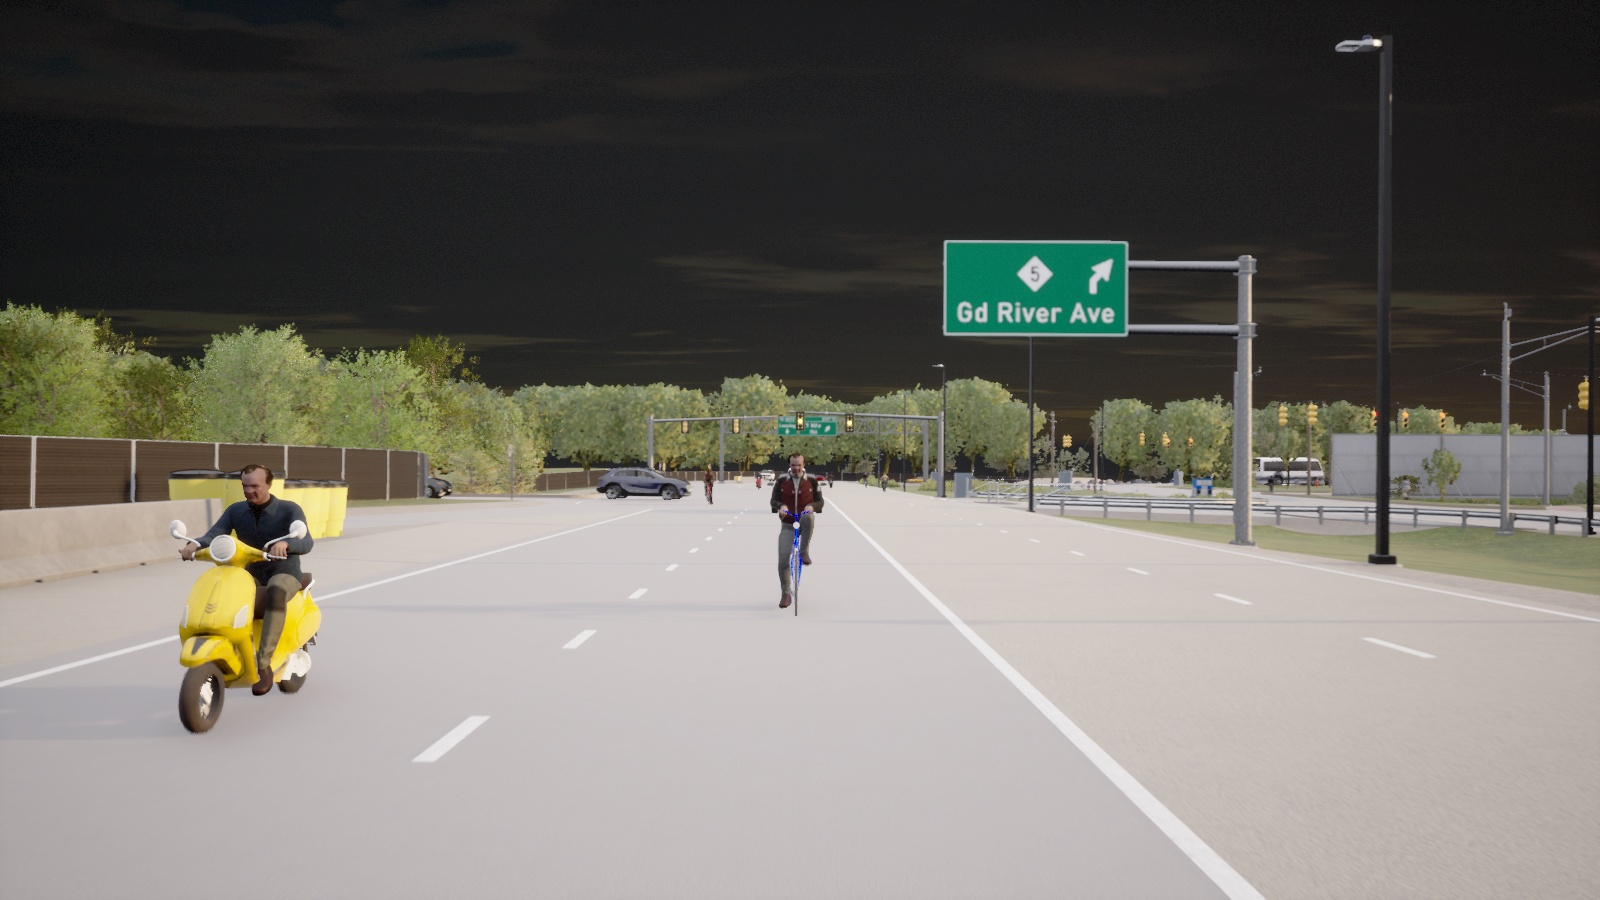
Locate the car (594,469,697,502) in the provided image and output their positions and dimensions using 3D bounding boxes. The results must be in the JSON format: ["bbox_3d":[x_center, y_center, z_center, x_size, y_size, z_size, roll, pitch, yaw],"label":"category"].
[{"bbox_3d":[-7.906,1.798,64.458,4.856,1.649,2.033,0,-1,8],"label":"car"}]

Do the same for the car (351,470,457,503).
[{"bbox_3d":[-19.323,1.776,61.400,4.514,1.525,2.007,0,0,-1],"label":"car"}]

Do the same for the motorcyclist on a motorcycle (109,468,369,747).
[{"bbox_3d":[-3.519,0.915,8.089,0.866,1.590,1.817,0,-1,0],"label":"motorcyclist on a motorcycle"}]

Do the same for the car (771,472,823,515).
[{"bbox_3d":[-0.100,1.576,46.845,1.837,1.490,4.892,0,-1,0],"label":"car"}]

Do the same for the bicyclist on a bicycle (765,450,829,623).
[{"bbox_3d":[-0.033,0.912,13.903,0.659,1.776,1.843,0,-1,0],"label":"bicyclist on a bicycle"}]
